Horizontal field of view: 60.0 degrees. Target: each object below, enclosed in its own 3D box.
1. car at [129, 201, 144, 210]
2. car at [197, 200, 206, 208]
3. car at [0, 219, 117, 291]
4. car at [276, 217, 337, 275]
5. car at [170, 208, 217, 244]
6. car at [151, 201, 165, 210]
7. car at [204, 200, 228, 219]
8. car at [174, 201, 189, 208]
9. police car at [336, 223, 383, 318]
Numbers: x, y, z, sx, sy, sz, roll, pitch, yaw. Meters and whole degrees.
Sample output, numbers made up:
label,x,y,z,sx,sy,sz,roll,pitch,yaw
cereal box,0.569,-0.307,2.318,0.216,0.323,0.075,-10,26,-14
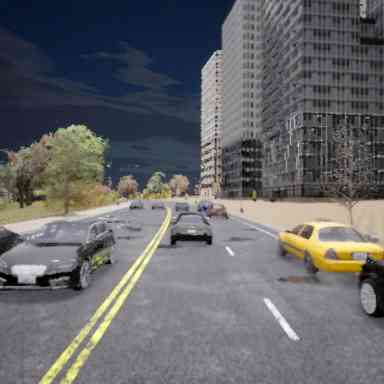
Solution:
label,x,y,z,sx,sy,sz,roll,pitch,yaw
car,-8.379,2.014,50.726,1.994,1.385,4.181,1,-1,-4
car,1.839,1.858,45.844,2.097,1.767,4.553,1,-1,-4
car,-3.395,1.545,9.250,2.128,1.511,4.902,1,-1,-1
car,4.188,1.605,10.905,1.801,1.575,5.366,1,-1,-1
car,-0.057,1.728,16.725,1.994,1.385,4.181,1,-1,-1
car,-5.119,2.050,50.685,1.994,1.385,4.181,1,-1,-4
car,2.545,1.904,33.787,1.812,1.442,4.674,1,-1,-2
car,-1.505,1.988,48.117,2.128,1.511,4.902,1,-1,-4
police car,4.234,1.515,4.769,1.930,1.638,5.238,1,-1,0
